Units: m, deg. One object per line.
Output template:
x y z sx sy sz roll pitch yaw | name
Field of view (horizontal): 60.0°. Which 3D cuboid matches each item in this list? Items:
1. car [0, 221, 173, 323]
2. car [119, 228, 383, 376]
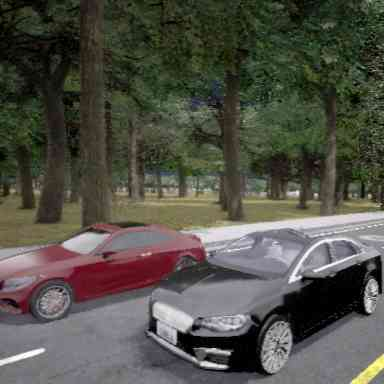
-1.683 1.398 7.106 4.674 1.442 1.812 0 1 -41 | car
1.534 1.424 5.610 4.902 1.511 2.128 0 1 -41 | car
